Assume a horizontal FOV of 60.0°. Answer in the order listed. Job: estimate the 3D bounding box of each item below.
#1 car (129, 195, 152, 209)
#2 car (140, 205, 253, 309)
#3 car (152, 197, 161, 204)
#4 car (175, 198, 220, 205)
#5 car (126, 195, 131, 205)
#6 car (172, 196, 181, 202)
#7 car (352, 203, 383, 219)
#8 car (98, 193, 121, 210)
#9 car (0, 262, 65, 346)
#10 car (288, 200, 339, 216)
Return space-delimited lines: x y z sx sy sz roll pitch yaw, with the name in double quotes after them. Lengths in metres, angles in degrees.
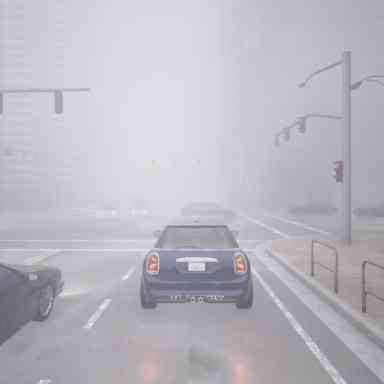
-6.971 1.505 45.312 1.837 1.490 4.892 0 0 -1 "car"
0.093 1.352 8.044 2.097 1.767 4.553 0 0 0 "car"
-6.956 1.564 62.275 1.994 1.385 4.181 0 0 1 "car"
1.331 1.505 26.671 4.892 1.490 1.837 0 2 32 "car"
-10.472 1.351 59.529 2.097 1.767 4.553 0 0 0 "car"
-3.380 1.465 72.275 2.033 1.411 5.357 0 0 0 "car"
16.504 1.601 28.677 4.718 1.301 1.895 0 0 1 "car"
-10.526 1.352 42.735 2.097 1.767 4.553 0 0 0 "car"
-3.413 1.547 4.185 2.033 1.411 5.357 0 0 -1 "car"
11.709 1.526 32.220 4.674 1.442 1.812 0 0 1 "car"
